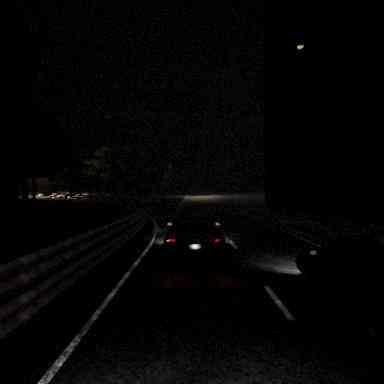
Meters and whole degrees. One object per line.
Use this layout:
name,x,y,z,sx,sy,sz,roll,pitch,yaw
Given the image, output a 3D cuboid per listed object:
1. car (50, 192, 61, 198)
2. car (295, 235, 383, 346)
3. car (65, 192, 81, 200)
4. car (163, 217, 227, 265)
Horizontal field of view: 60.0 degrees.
car,-33.998,0.662,82.593,2.128,1.511,4.902,0,1,-39
car,3.588,1.541,6.256,2.033,1.411,5.357,0,0,0
car,-26.860,0.792,75.200,4.553,1.767,2.097,1,1,44
car,0.053,1.551,11.633,1.994,1.385,4.181,0,0,-1
